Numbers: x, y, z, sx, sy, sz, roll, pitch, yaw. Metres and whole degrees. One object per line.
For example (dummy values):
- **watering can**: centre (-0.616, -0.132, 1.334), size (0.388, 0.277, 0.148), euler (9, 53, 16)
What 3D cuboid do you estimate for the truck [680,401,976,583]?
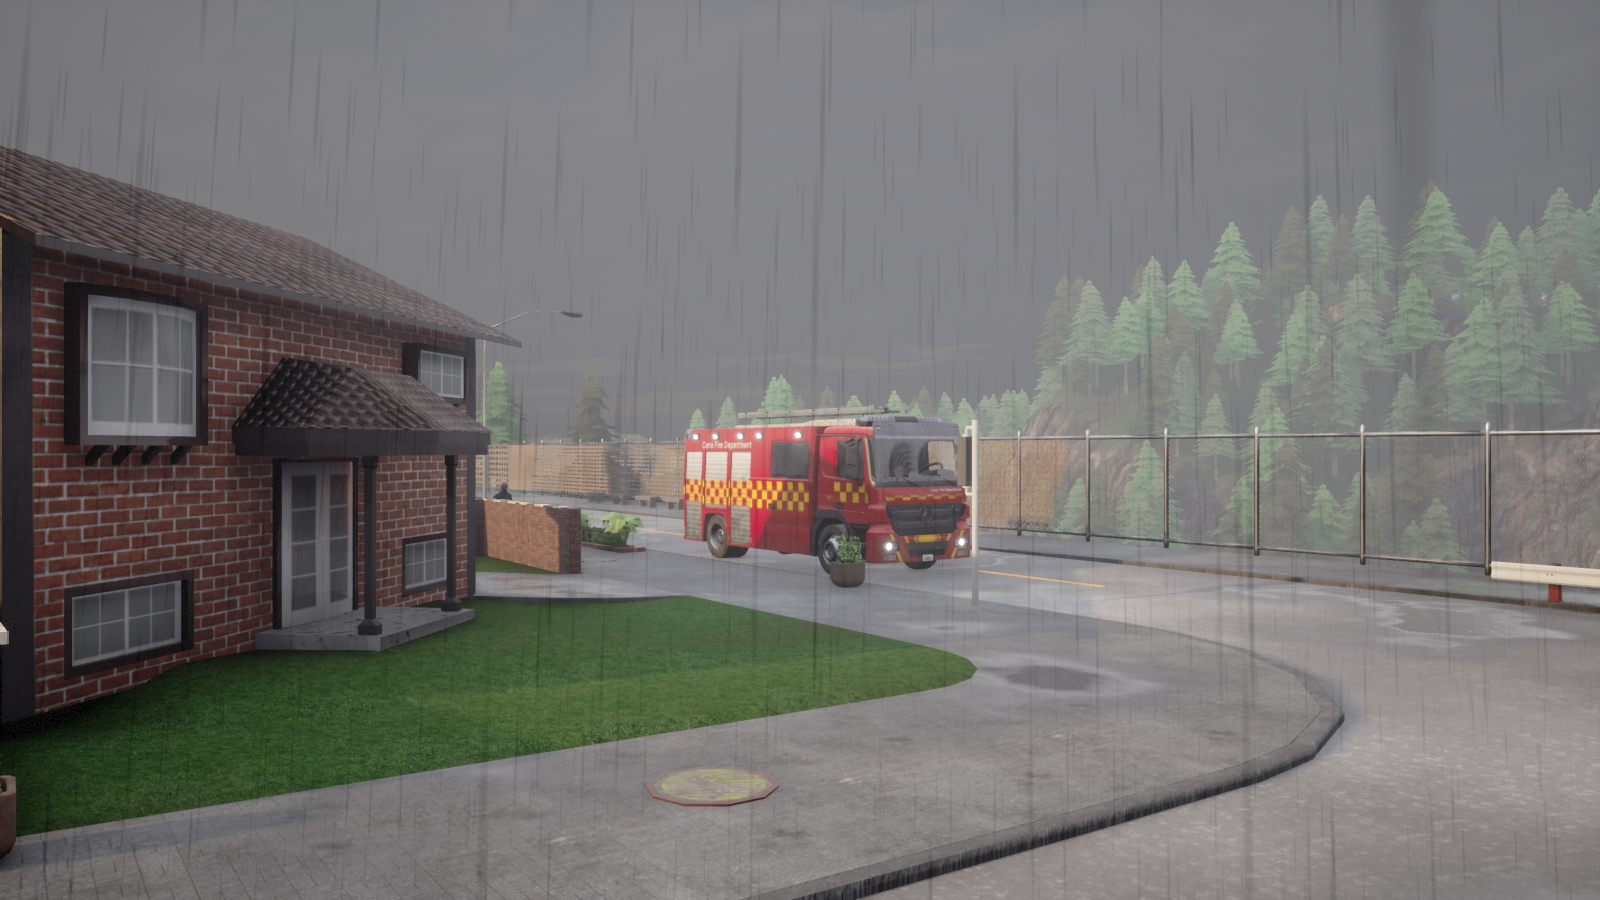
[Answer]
- **truck**: centre (0.353, 0.890, 28.322), size (2.891, 3.827, 8.468), euler (0, 0, -35)

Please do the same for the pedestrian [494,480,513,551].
- **pedestrian**: centre (-7.931, 1.745, 30.594), size (0.375, 1.860, 0.375), euler (0, 0, -35)
